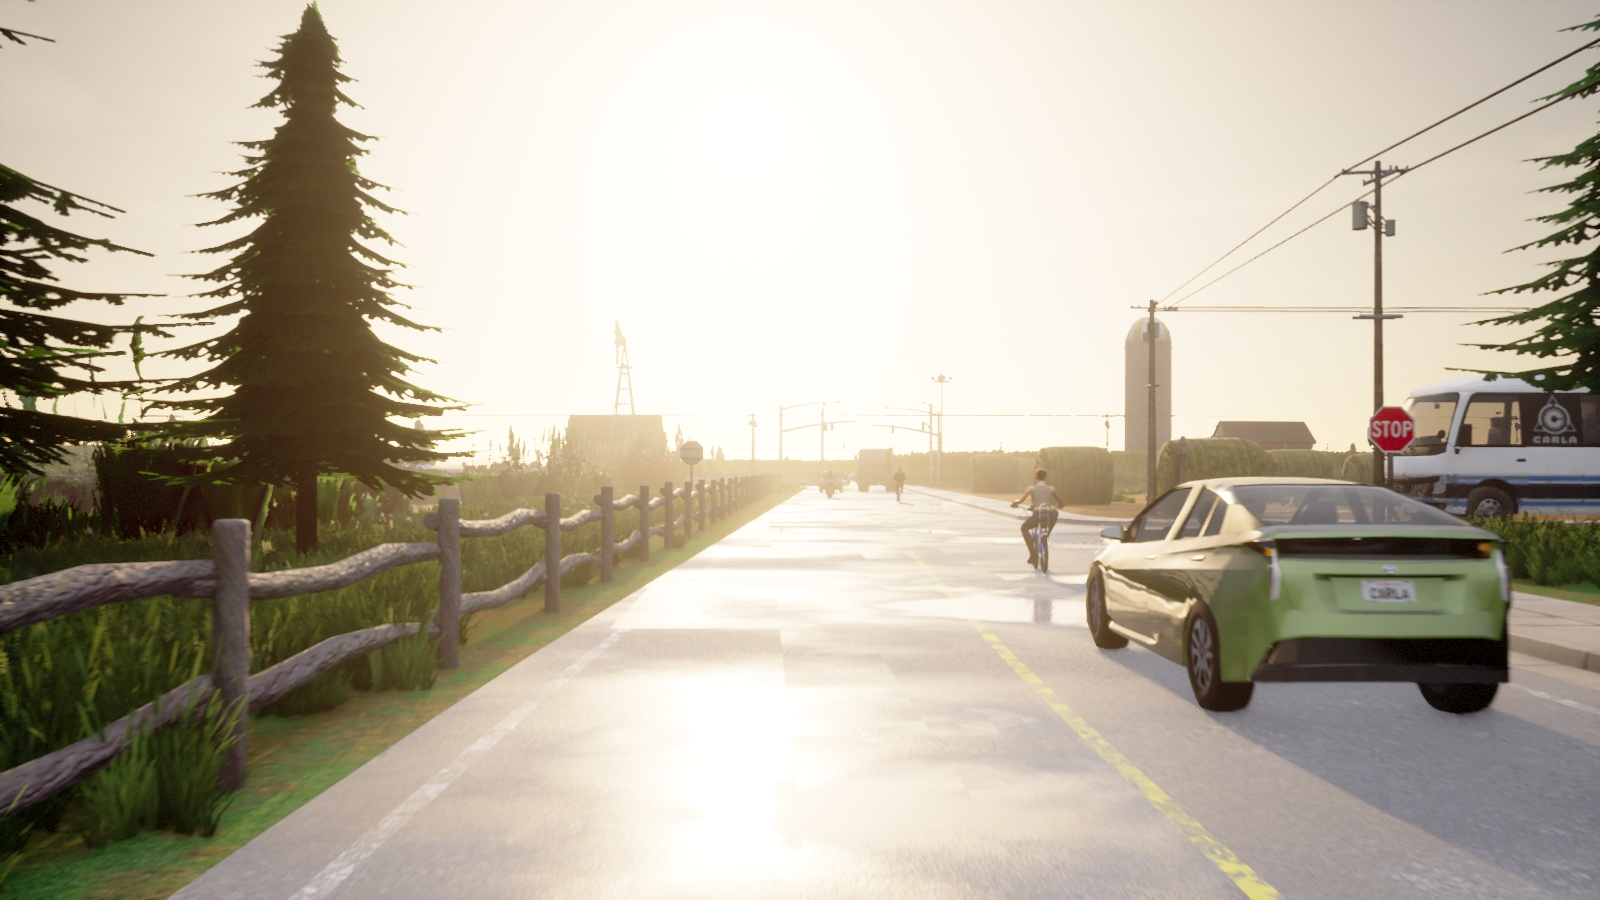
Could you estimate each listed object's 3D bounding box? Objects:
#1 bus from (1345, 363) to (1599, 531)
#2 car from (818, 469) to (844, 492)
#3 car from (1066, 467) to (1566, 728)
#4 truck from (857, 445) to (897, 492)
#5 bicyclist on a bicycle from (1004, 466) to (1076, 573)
[{"bbox_3d":[20.733,-0.051,33.910,10.273,4.253,3.944,0,-1,-1],"label":"bus"},{"bbox_3d":[2.301,2.238,92.212,1.851,1.617,3.988,0,-1,2],"label":"car"},{"bbox_3d":[3.508,0.901,9.635,2.007,1.525,4.514,0,-1,1],"label":"car"},{"bbox_3d":[5.966,1.442,98.143,2.891,3.462,7.936,0,-1,2],"label":"truck"},{"bbox_3d":[3.738,1.057,19.664,0.866,1.612,1.509,0,-1,2],"label":"bicyclist on a bicycle"}]
